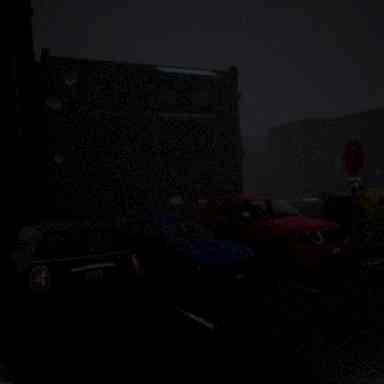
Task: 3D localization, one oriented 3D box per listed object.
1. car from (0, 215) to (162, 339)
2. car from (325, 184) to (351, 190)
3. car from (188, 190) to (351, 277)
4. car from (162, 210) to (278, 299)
[{"bbox_3d":[-2.780,1.336,6.986,2.185,1.767,4.553,-1,0,-36],"label":"car"},{"bbox_3d":[16.158,-0.011,37.538,2.097,1.767,4.553,-4,1,-21],"label":"car"},{"bbox_3d":[1.910,1.088,10.346,2.435,2.045,5.566,-2,1,-36],"label":"car"},{"bbox_3d":[-0.499,1.414,8.663,2.097,1.535,5.008,-1,1,-36],"label":"car"}]
